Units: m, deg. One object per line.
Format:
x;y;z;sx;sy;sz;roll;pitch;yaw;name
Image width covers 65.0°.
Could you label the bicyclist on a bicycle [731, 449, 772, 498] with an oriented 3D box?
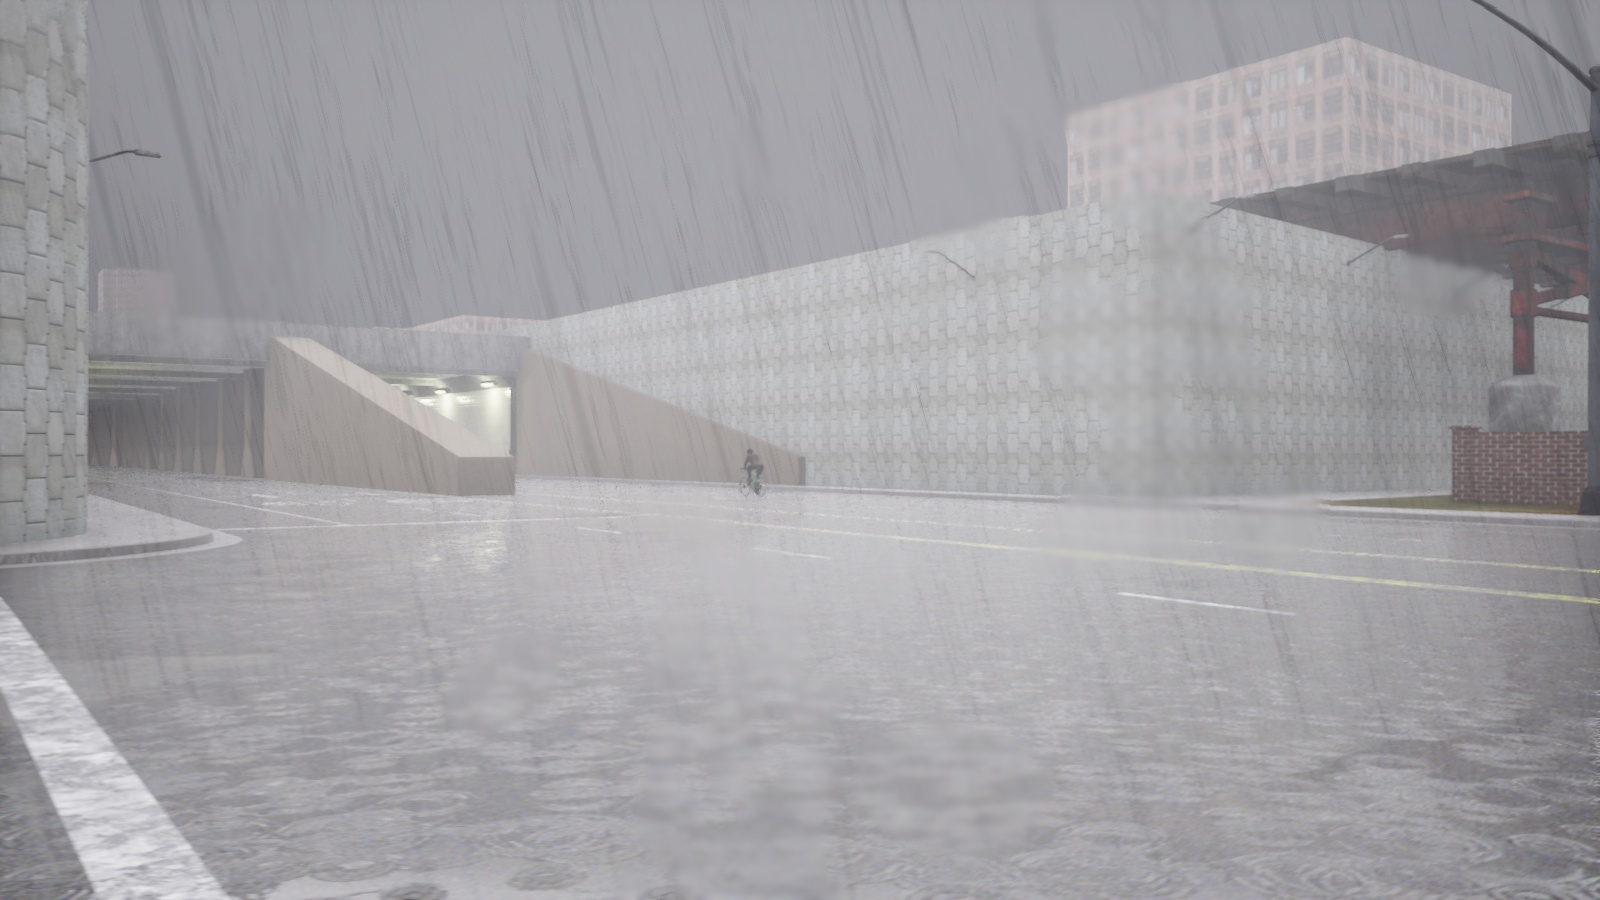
-1.636;0.797;42.328;0.582;1.620;1.656;0;0;-34;bicyclist on a bicycle
